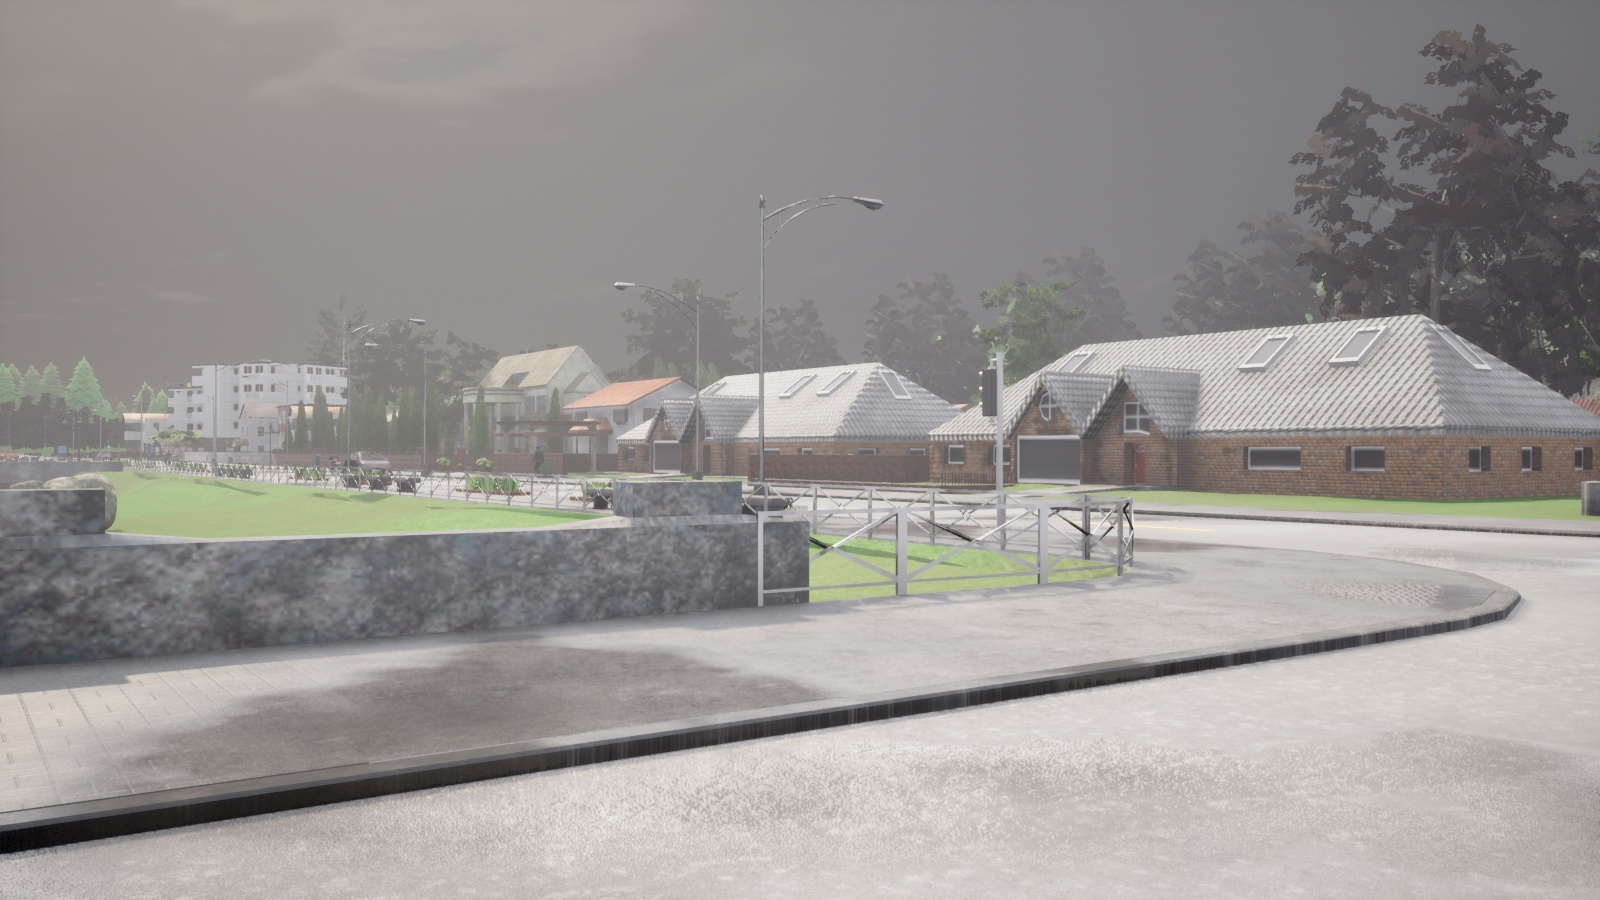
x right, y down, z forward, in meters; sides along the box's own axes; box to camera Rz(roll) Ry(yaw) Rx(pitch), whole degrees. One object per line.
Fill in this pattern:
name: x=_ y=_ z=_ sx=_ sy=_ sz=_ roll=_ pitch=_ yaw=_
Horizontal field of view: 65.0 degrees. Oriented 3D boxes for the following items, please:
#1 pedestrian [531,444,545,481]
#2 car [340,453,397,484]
pedestrian: x=-13.950 y=0.648 z=66.902 sx=0.423 sy=1.949 sz=0.788 roll=0 pitch=0 yaw=-38
car: x=-21.889 y=0.926 z=63.680 sx=1.789 sy=1.549 sz=3.705 roll=0 pitch=0 yaw=-35
